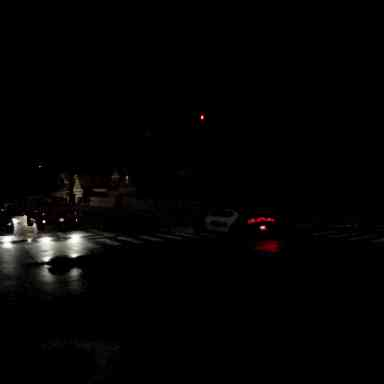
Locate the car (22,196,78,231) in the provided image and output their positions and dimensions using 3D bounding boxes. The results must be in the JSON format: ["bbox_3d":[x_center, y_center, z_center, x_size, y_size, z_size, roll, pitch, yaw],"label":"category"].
[{"bbox_3d":[-9.198,1.270,21.582,2.150,2.045,5.566,0,0,-36],"label":"car"}]

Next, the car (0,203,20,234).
[{"bbox_3d":[-11.514,1.583,19.253,2.033,1.411,5.357,0,0,-32],"label":"car"}]

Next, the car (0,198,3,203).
[{"bbox_3d":[-28.534,1.611,48.494,1.882,1.535,5.008,0,-1,-36],"label":"car"}]

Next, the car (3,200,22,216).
[{"bbox_3d":[-15.986,1.601,30.963,1.812,1.442,4.674,0,0,-36],"label":"car"}]

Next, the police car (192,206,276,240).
[{"bbox_3d":[1.911,1.533,17.455,2.038,1.542,4.974,0,-1,-36],"label":"police car"}]
